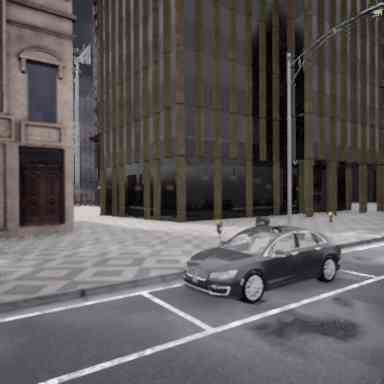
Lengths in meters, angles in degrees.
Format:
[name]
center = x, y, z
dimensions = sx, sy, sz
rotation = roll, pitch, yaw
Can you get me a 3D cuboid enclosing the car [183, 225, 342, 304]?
[car]
center = 1.840, 1.523, 7.972
dimensions = 4.403, 1.369, 2.008
rotation = 0, 0, -35
